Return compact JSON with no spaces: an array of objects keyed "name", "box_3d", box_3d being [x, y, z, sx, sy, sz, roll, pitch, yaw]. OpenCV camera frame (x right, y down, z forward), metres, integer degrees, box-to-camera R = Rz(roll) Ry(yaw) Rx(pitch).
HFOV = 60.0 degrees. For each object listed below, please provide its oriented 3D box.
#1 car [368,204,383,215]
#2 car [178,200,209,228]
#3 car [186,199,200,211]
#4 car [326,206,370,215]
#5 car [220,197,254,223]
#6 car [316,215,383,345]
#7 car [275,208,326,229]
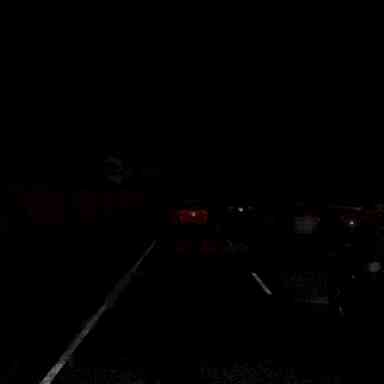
[{"name":"car","box_3d":[14.103,1.654,25.223,1.882,1.535,5.008,0,0,0]},{"name":"car","box_3d":[0.104,1.520,24.020,2.097,1.767,4.553,0,0,0]},{"name":"car","box_3d":[0.107,1.803,46.454,1.882,1.535,5.008,0,0,0]},{"name":"car","box_3d":[10.604,1.771,24.279,1.895,1.301,4.718,0,0,0]},{"name":"car","box_3d":[3.604,1.413,27.200,2.150,2.045,5.566,0,0,0]},{"name":"car","box_3d":[3.602,1.383,4.415,2.097,1.767,4.553,0,0,0]},{"name":"car","box_3d":[7.104,1.760,22.667,1.895,1.301,4.718,0,0,0]}]
